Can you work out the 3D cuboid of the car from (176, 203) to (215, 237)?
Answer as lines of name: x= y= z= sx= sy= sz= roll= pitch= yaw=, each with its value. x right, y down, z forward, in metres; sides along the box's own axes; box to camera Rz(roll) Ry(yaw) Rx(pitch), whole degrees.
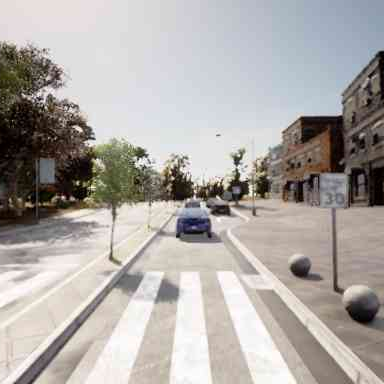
car: x=0.094 y=1.643 z=19.093 sx=1.882 sy=1.535 sz=5.008 roll=0 pitch=0 yaw=0

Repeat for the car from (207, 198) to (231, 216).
car: x=2.916 y=1.574 z=34.793 sx=1.882 sy=1.535 sz=5.008 roll=0 pitch=1 yaw=0

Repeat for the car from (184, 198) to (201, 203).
car: x=0.089 y=1.482 z=40.276 sx=2.128 sy=1.511 sz=4.902 roll=0 pitch=1 yaw=0
